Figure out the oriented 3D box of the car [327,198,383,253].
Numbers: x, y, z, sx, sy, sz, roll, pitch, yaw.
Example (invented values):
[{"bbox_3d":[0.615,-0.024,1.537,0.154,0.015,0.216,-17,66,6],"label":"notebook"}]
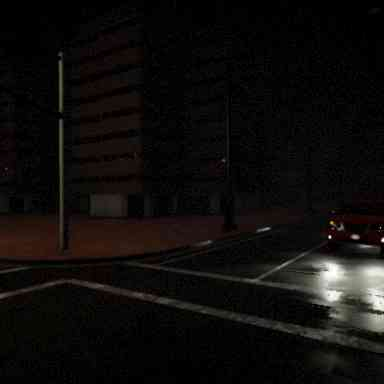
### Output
[{"bbox_3d":[7.567,1.320,14.573,2.150,2.045,5.566,-1,-1,34],"label":"car"}]
